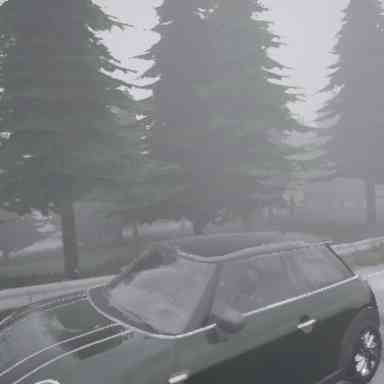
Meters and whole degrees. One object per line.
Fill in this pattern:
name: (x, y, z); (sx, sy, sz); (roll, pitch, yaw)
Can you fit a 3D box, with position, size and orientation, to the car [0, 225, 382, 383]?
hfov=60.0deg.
car: (0.092, 1.335, 3.710); (4.553, 1.767, 2.097); (0, 0, -35)
